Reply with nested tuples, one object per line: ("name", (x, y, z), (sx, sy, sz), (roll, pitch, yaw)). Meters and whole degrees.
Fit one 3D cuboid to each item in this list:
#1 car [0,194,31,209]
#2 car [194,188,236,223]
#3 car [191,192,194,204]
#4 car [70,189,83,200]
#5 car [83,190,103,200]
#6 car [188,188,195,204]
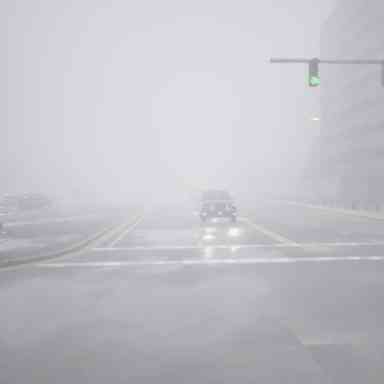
("car", (-22.323, 1.008, 41.541), (1.970, 1.475, 3.806), (-1, 1, -2))
("car", (1.571, 0.860, 22.639), (2.150, 2.045, 5.566), (-1, 1, -2))
("car", (1.183, 0.985, 32.691), (1.837, 1.490, 4.892), (-1, 1, -2))
("car", (-20.256, 0.460, 59.088), (1.905, 1.878, 3.866), (-1, 1, -2))
("car", (-17.362, 0.422, 59.138), (1.932, 1.855, 4.605), (-1, 1, -2))
("car", (0.702, 0.502, 45.505), (2.150, 2.045, 5.566), (-1, 1, -2))
